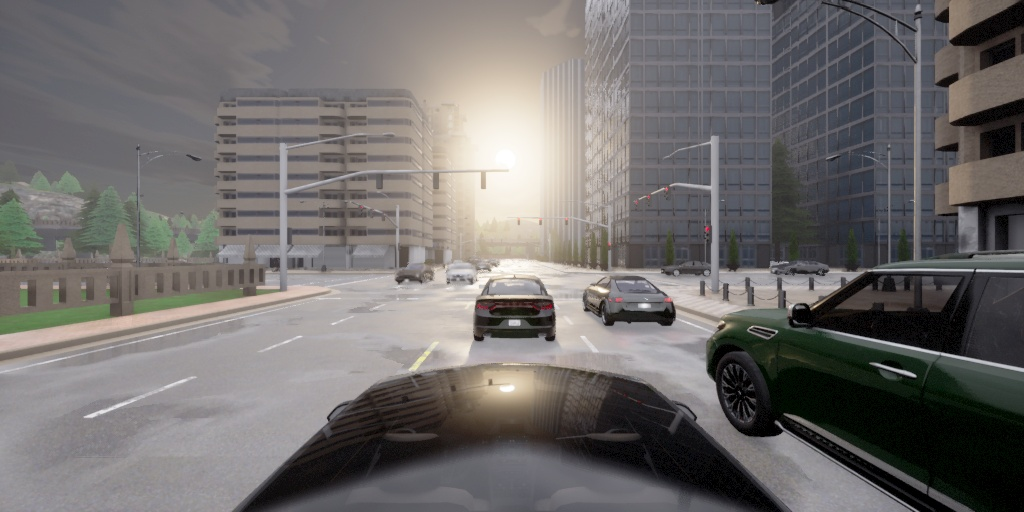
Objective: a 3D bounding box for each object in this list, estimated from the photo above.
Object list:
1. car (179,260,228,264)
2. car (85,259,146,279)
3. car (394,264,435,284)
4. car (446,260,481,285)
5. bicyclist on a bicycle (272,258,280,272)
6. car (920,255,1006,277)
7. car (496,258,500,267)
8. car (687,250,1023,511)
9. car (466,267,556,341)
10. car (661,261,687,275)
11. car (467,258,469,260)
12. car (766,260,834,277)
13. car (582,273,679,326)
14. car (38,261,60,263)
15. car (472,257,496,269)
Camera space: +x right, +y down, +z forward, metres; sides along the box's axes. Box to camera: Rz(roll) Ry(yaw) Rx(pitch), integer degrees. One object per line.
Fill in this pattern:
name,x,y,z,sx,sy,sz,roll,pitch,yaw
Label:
car,-22.880,1.220,27.922,4.674,1.442,1.812,0,0,4
car,-32.678,1.220,29.220,4.674,1.442,1.812,0,0,15
car,-7.104,1.278,26.839,2.033,1.411,5.357,0,0,0
car,-3.604,1.254,26.303,1.812,1.442,4.674,0,0,0
bicyclist on a bicycle,-26.084,0.995,39.847,0.582,1.620,1.656,0,0,7
car,43.284,0.915,34.501,5.566,2.045,2.150,0,0,1
car,-3.571,1.256,63.706,1.837,1.490,4.892,0,0,0
car,3.601,0.971,2.309,2.150,2.045,5.566,0,0,0
car,0.068,1.228,9.885,1.882,1.535,5.008,0,0,0
car,16.974,1.199,34.665,4.892,1.490,1.837,0,0,0
car,-7.102,1.276,46.604,1.812,1.442,4.674,0,0,0
car,27.707,1.187,34.601,4.902,1.511,2.128,0,0,0
car,3.577,1.314,11.663,1.994,1.385,4.181,0,0,0
car,-43.383,1.220,33.626,4.674,1.442,1.812,0,0,32
car,-3.602,1.241,45.982,2.128,1.511,4.902,0,0,0
